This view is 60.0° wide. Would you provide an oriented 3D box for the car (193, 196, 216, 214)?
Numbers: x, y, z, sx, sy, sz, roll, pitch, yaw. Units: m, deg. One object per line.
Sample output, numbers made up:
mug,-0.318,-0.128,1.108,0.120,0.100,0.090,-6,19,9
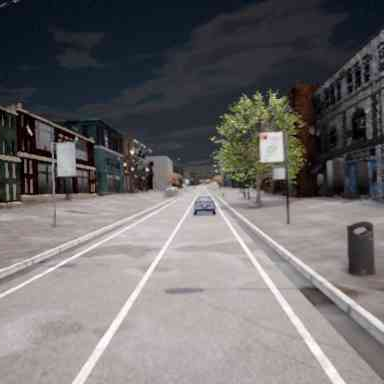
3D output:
car,1.100,1.095,28.893,2.033,1.411,5.357,-2,1,2
